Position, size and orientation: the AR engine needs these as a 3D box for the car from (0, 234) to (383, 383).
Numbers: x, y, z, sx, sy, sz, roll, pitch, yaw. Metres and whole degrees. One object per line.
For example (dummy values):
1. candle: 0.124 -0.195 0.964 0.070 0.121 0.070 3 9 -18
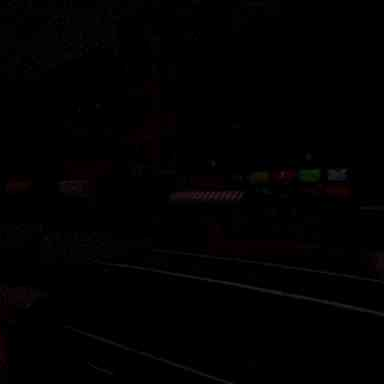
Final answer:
1. car: 0.057 1.305 2.786 5.009 1.841 2.192 0 0 36
